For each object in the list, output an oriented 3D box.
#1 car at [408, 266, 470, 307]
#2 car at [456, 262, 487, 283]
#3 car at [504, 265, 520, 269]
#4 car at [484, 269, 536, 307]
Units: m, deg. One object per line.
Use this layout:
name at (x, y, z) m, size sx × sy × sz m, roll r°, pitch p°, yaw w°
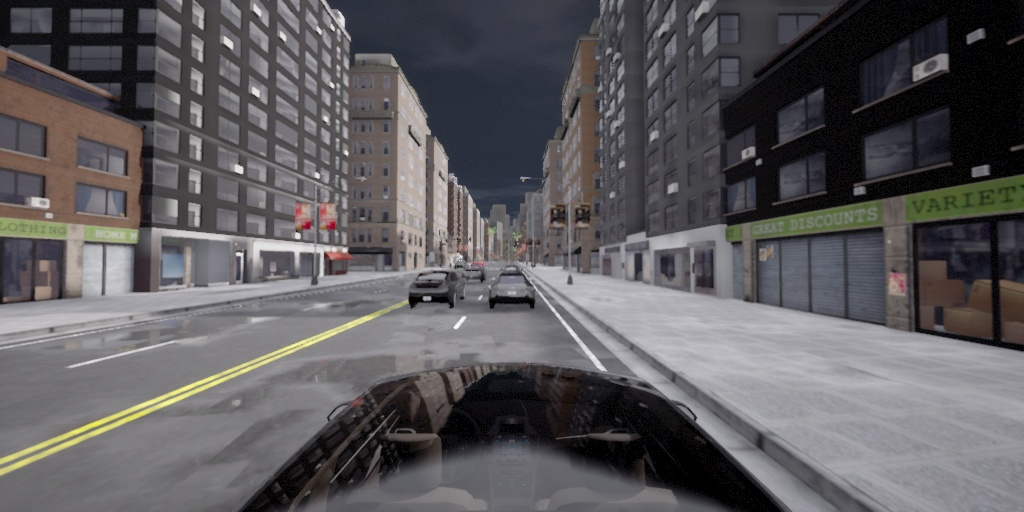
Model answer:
car at (-3.247, 1.388, 16.155) m, size 1.837 × 1.490 × 4.892 m, roll 0°, pitch 0°, yaw 0°
car at (-3.248, 1.494, 31.147) m, size 2.128 × 1.511 × 4.902 m, roll 0°, pitch 0°, yaw 0°
car at (0.003, 1.528, 31.229) m, size 1.812 × 1.442 × 4.674 m, roll 0°, pitch 0°, yaw 0°
car at (0.005, 1.444, 16.166) m, size 1.994 × 1.385 × 4.181 m, roll 0°, pitch 0°, yaw 0°
